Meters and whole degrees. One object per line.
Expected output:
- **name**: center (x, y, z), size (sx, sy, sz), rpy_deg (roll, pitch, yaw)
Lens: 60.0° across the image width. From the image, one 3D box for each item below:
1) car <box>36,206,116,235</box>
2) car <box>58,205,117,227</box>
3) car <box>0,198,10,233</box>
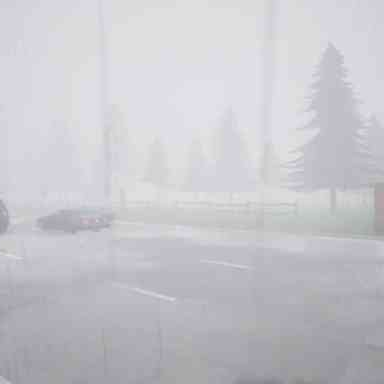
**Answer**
- **car**: center (-7.025, 1.625, 19.360), size (5.357, 1.411, 2.033), rpy_deg (-1, 0, 40)
- **car**: center (-7.799, 1.688, 24.534), size (4.718, 1.301, 1.895), rpy_deg (-1, 0, 40)
- **car**: center (-12.750, 1.364, 19.543), size (5.566, 2.045, 2.150), rpy_deg (-1, 0, 40)
